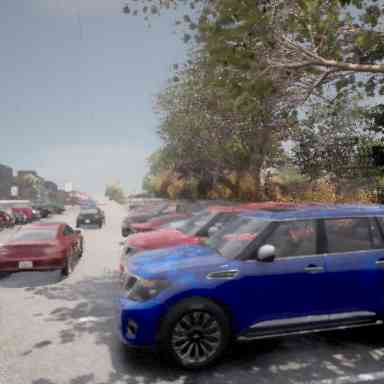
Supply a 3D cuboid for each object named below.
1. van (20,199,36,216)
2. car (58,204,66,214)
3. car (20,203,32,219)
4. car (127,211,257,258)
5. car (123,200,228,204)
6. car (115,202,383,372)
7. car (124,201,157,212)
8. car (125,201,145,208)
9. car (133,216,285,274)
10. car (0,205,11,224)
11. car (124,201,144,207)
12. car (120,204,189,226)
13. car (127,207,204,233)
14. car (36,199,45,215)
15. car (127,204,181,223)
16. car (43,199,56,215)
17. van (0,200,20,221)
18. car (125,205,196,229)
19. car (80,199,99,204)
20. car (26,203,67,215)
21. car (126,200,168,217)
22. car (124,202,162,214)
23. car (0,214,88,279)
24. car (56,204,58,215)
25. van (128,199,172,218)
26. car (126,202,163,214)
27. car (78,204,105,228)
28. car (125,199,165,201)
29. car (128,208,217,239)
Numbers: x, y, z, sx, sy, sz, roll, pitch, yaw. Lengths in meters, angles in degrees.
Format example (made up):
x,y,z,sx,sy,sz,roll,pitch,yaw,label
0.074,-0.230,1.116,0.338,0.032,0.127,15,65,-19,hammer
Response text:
x,y,z,sx,sy,sz,roll,pitch,yaw,label
-16.964,1.765,30.004,4.442,1.987,1.878,0,-1,-12,van
-19.658,1.976,43.758,5.566,2.045,2.435,0,-1,-12,car
-16.284,1.950,27.278,4.892,1.521,2.231,0,-1,-12,car
-0.094,1.625,13.662,5.008,1.535,2.097,0,-1,-12,car
1.015,1.303,8.208,5.566,2.045,2.435,0,-1,-12,car
1.557,1.272,5.603,5.566,2.045,2.435,0,-1,-12,car
-7.999,2.259,51.834,5.008,1.535,2.097,0,-1,-12,car
-13.734,2.992,79.727,4.674,1.452,2.002,0,-1,-12,car
0.451,1.630,11.057,4.674,1.452,2.002,0,-1,-12,car
-15.144,1.865,21.790,5.008,1.535,2.097,0,-1,-12,car
-15.031,3.110,86.015,4.892,1.521,2.231,0,-1,-12,car
-3.105,1.824,27.258,5.366,1.575,1.946,0,-1,-12,car
-1.818,1.773,21.836,4.792,1.488,2.163,0,-1,-12,car
-17.449,1.907,32.766,4.553,1.767,2.185,0,-1,-12,car
-3.492,1.907,30.022,4.674,1.452,2.002,0,-1,-12,car
-17.959,1.826,35.522,5.566,2.045,2.435,0,-1,-12,car
-15.597,1.680,24.562,4.442,1.987,1.878,0,-1,-12,van
-2.362,1.784,24.567,5.008,1.535,2.097,0,-1,-12,car
-17.073,2.165,54.555,2.150,2.045,5.566,0,-2,-11,car
-20.254,2.285,46.489,4.892,1.521,2.231,0,-1,-12,car
-5.215,1.870,38.196,4.553,1.767,2.185,0,-1,-12,car
-6.867,2.143,46.383,5.008,1.535,2.097,0,-1,-12,car
-4.625,1.674,10.596,1.812,1.442,4.674,0,0,-11,car
-18.545,2.124,38.261,4.892,1.521,2.231,0,-1,-12,car
-4.509,1.724,35.505,4.442,1.987,1.878,0,-1,-12,van
-6.307,2.131,43.653,4.674,1.452,2.002,0,-1,-12,car
-7.683,1.889,25.306,1.812,1.442,4.674,0,-1,-11,car
-0.686,1.411,16.388,5.566,2.045,2.435,0,-1,-12,car
-1.194,1.731,19.121,4.792,1.488,2.163,0,-1,-12,car
